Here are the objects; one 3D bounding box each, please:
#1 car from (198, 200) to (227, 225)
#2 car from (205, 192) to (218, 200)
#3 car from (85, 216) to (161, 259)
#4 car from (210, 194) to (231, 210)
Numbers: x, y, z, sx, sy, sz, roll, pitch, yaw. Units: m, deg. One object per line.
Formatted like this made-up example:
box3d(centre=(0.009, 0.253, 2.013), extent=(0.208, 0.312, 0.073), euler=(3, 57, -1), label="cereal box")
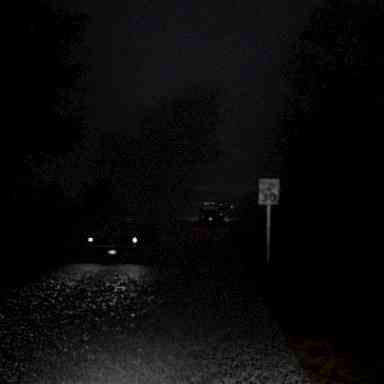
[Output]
box3d(centre=(1.465, 1.613, 24.628), extent=(1.812, 1.442, 4.674), euler=(0, 0, 6), label="car")
box3d(centre=(3.447, 0.803, 55.323), extent=(2.128, 1.511, 4.902), euler=(2, 3, 12), label="car")
box3d(centre=(-2.432, 1.624, 12.782), extent=(1.895, 1.301, 4.718), euler=(0, 0, 3), label="car")
box3d(centre=(3.792, 1.413, 41.704), extent=(1.994, 1.385, 4.181), euler=(1, 2, 9), label="car")
